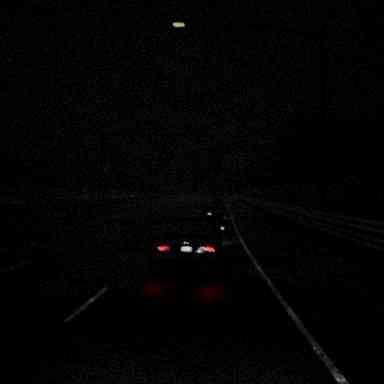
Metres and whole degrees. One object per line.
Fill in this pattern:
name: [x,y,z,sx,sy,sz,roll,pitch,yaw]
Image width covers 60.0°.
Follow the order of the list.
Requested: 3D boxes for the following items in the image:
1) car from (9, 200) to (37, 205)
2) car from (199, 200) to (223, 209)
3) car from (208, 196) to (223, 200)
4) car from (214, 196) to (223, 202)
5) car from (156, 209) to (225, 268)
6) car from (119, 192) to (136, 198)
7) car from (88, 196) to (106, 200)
car: [-15.766,1.497,30.985,1.812,1.442,4.674,0,0,5]
car: [1.446,1.558,26.056,1.994,1.385,4.181,0,0,5]
car: [4.105,1.488,54.898,1.837,1.490,4.892,0,0,5]
car: [6.194,1.556,77.575,1.895,1.301,4.718,0,0,5]
car: [0.080,1.544,11.223,2.033,1.411,5.357,0,0,5]
car: [-12.536,0.979,65.023,2.150,2.045,5.566,0,0,5]
car: [-14.076,1.313,48.946,2.097,1.767,4.553,0,0,6]
